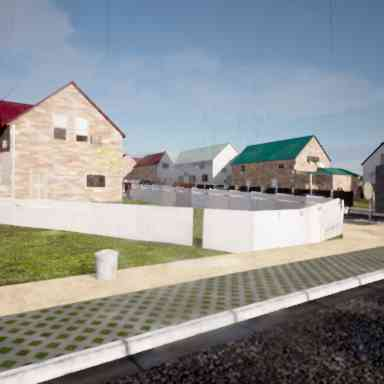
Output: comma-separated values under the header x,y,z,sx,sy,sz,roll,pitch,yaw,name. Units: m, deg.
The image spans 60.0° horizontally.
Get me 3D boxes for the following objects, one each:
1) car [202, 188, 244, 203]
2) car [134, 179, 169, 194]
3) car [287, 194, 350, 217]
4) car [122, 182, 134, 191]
x,y,z,sx,sy,sz,roll,pitch,yaw,name
2.851,0.376,31.655,1.837,1.490,4.892,0,3,-35,car
-5.071,-0.579,43.313,2.150,2.045,5.566,0,3,-34,car
8.585,0.880,23.250,1.812,1.442,4.674,0,2,-34,car
-11.407,-0.978,57.621,1.812,1.442,4.674,0,2,-34,car
